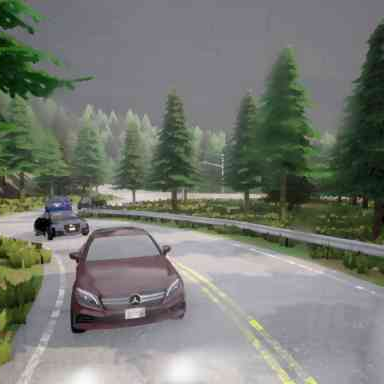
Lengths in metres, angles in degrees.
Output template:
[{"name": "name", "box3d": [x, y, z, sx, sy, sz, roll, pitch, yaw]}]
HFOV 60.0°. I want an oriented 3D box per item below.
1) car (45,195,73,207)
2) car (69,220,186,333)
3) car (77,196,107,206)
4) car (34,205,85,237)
[{"name": "car", "box3d": [-12.880, 1.326, 32.232, 2.150, 2.045, 5.566, -1, 0, -18]}, {"name": "car", "box3d": [-1.525, 1.523, 7.094, 1.812, 1.442, 4.674, -2, 0, -17]}, {"name": "car", "box3d": [-12.741, 1.289, 42.824, 2.097, 1.767, 4.553, 2, 2, 13]}, {"name": "car", "box3d": [-7.082, 1.663, 17.851, 1.994, 1.385, 4.181, -4, 2, -38]}]
